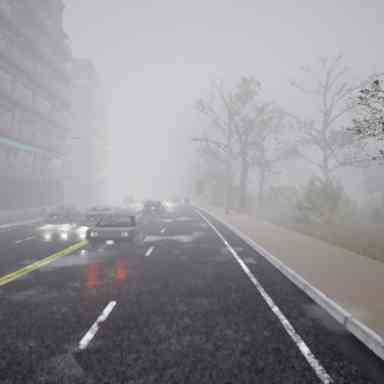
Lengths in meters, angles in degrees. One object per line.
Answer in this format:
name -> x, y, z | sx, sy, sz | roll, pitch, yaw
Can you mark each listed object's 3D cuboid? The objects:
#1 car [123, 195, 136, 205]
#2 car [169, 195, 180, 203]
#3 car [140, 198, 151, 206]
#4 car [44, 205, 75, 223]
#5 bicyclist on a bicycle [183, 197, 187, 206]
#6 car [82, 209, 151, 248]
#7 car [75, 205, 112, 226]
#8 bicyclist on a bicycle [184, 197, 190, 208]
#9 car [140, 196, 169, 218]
car -> -12.442, 1.585, 66.853 | 2.150, 2.045, 5.566 | 0, 0, -5
car -> -3.945, 1.961, 80.121 | 1.994, 1.385, 4.181 | 0, 0, -6
car -> -9.065, 1.893, 65.367 | 1.994, 1.385, 4.181 | 0, 0, -4
car -> -10.177, 1.712, 26.623 | 1.994, 1.385, 4.181 | 0, 0, -2
bicyclist on a bicycle -> -1.218, 1.769, 60.275 | 0.582, 1.620, 1.656 | 0, -1, -5
car -> -3.227, 1.685, 15.170 | 1.895, 1.301, 4.718 | 0, 0, -1
car -> -6.876, 1.701, 24.743 | 1.994, 1.385, 4.181 | 0, 0, -2
bicyclist on a bicycle -> -0.584, 1.643, 51.393 | 0.659, 1.776, 1.843 | 0, 0, -4
car -> -3.679, 1.530, 32.509 | 2.097, 1.767, 4.553 | 0, 0, -2
